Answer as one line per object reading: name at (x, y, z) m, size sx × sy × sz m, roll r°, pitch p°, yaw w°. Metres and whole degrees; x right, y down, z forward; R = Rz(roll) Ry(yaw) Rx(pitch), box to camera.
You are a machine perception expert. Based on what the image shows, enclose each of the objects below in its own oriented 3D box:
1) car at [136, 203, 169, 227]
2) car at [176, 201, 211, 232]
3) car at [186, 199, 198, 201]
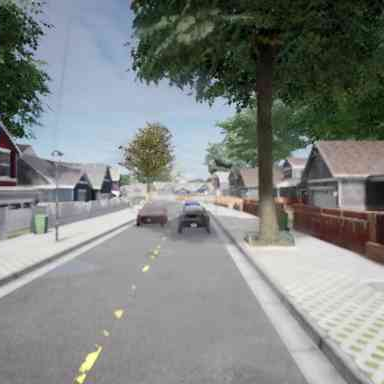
car at (-2.732, 1.541, 23.604) m, size 1.882 × 1.535 × 5.008 m, roll 0°, pitch 0°, yaw 0°
car at (0.113, 1.560, 20.365) m, size 1.837 × 1.490 × 4.892 m, roll 0°, pitch 0°, yaw 0°
car at (-0.060, 1.580, 38.777) m, size 1.882 × 1.535 × 5.008 m, roll 0°, pitch 0°, yaw -2°
